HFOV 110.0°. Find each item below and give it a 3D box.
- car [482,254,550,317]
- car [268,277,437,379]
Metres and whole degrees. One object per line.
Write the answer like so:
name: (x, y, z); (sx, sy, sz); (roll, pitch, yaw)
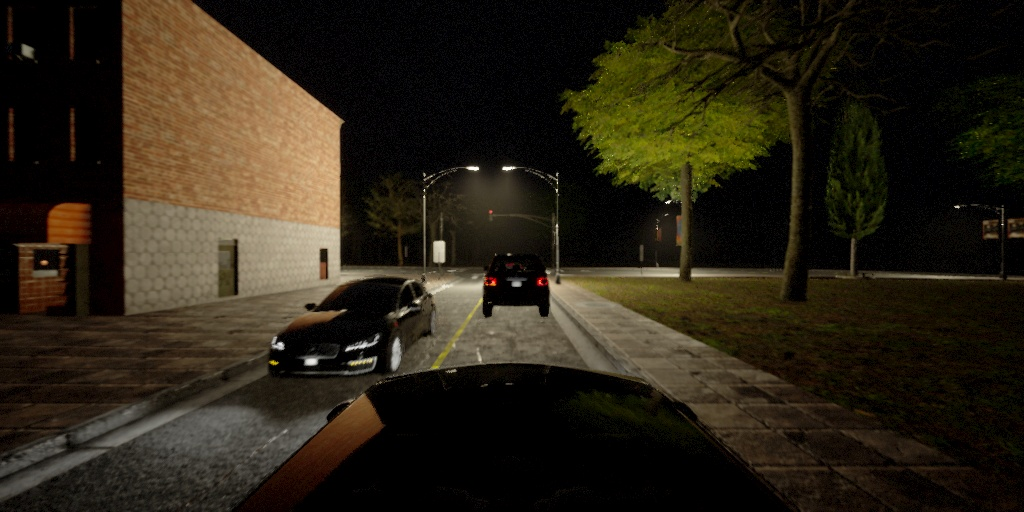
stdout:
car: (0.105, 0.960, 13.273); (2.150, 2.045, 5.566); (0, -1, -1)
car: (-2.849, 1.248, 7.514); (1.837, 1.490, 4.892); (0, 0, 0)
